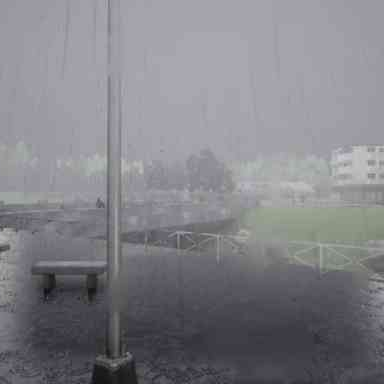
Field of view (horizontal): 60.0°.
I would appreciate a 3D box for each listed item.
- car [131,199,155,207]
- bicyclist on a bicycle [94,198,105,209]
[{"bbox_3d":[-5.531,1.563,40.892,1.994,1.385,4.181,0,0,35],"label":"car"},{"bbox_3d":[-8.277,1.348,29.809,1.656,1.620,0.582,0,0,35],"label":"bicyclist on a bicycle"}]
